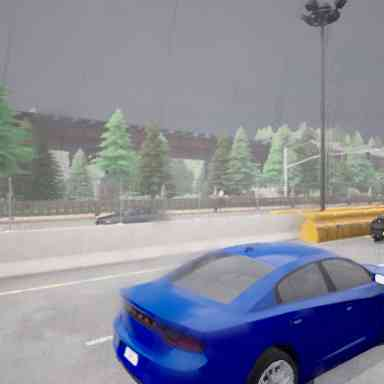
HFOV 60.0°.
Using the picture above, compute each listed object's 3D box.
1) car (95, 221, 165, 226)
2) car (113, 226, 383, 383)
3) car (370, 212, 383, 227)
[{"bbox_3d":[-3.274,1.549,18.819,4.181,1.385,1.994,0,0,-35],"label":"car"},{"bbox_3d":[1.414,1.471,4.755,5.008,1.535,1.882,0,0,-35],"label":"car"},{"bbox_3d":[10.048,1.476,15.210,4.892,1.490,1.837,0,0,-35],"label":"car"}]
